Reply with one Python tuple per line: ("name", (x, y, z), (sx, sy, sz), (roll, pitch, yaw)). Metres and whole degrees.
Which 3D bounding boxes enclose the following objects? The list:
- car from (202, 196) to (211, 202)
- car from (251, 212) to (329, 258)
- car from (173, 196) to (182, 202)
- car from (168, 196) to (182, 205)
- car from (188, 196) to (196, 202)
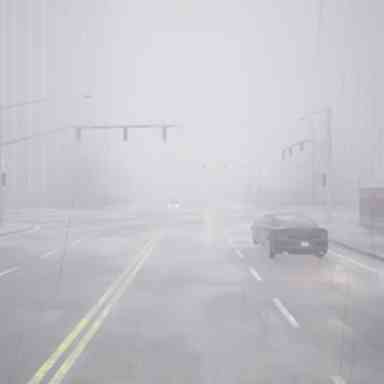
("car", (3.515, 1.720, 81.245), (1.895, 1.301, 4.718), (0, 0, 0))
("car", (3.570, 1.501, 12.943), (1.882, 1.535, 5.008), (0, 0, 0))
("car", (-3.486, 1.634, 78.895), (1.837, 1.490, 4.892), (0, 0, 0))
("car", (-3.500, 1.716, 63.755), (1.895, 1.301, 4.718), (0, 0, 0))
("car", (0.015, 1.677, 81.216), (1.994, 1.385, 4.181), (0, 0, 0))
